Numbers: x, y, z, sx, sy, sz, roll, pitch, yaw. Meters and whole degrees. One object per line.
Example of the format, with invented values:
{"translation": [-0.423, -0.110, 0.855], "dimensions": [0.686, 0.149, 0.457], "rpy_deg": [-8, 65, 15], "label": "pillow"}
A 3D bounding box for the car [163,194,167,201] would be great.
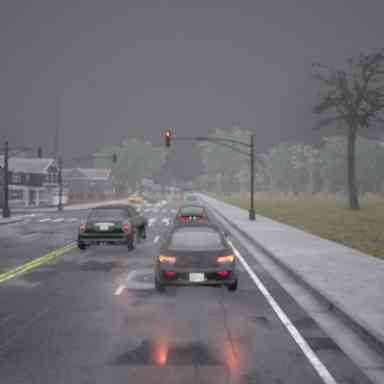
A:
{"translation": [-6.559, 1.226, 73.034], "dimensions": [2.128, 1.511, 4.902], "rpy_deg": [0, 0, 0], "label": "car"}

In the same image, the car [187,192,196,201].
{"translation": [-0.061, 1.235, 75.550], "dimensions": [1.994, 1.385, 4.181], "rpy_deg": [0, 0, 0], "label": "car"}

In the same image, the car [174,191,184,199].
{"translation": [-3.320, 0.720, 85.580], "dimensions": [2.150, 2.045, 5.566], "rpy_deg": [0, 0, 0], "label": "car"}

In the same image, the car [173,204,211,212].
{"translation": [0.020, 1.439, 17.939], "dimensions": [1.837, 1.490, 4.892], "rpy_deg": [0, 0, 0], "label": "car"}

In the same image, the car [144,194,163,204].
{"translation": [-6.600, 1.274, 57.740], "dimensions": [1.837, 1.490, 4.892], "rpy_deg": [0, 0, 0], "label": "car"}

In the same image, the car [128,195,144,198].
{"translation": [-9.848, 1.248, 57.610], "dimensions": [1.882, 1.535, 5.008], "rpy_deg": [0, 0, 0], "label": "car"}

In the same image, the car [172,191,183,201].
{"translation": [-3.311, 1.038, 75.517], "dimensions": [2.097, 1.767, 4.553], "rpy_deg": [0, 0, 0], "label": "car"}

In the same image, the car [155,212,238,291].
{"translation": [0.093, 1.493, 8.809], "dimensions": [1.812, 1.442, 4.674], "rpy_deg": [0, 0, 0], "label": "car"}

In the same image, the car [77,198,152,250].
{"translation": [-3.163, 1.300, 14.101], "dimensions": [2.097, 1.767, 4.553], "rpy_deg": [0, 0, 0], "label": "car"}

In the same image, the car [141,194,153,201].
{"translation": [-9.809, 1.254, 72.963], "dimensions": [1.994, 1.385, 4.181], "rpy_deg": [0, 0, 0], "label": "car"}
